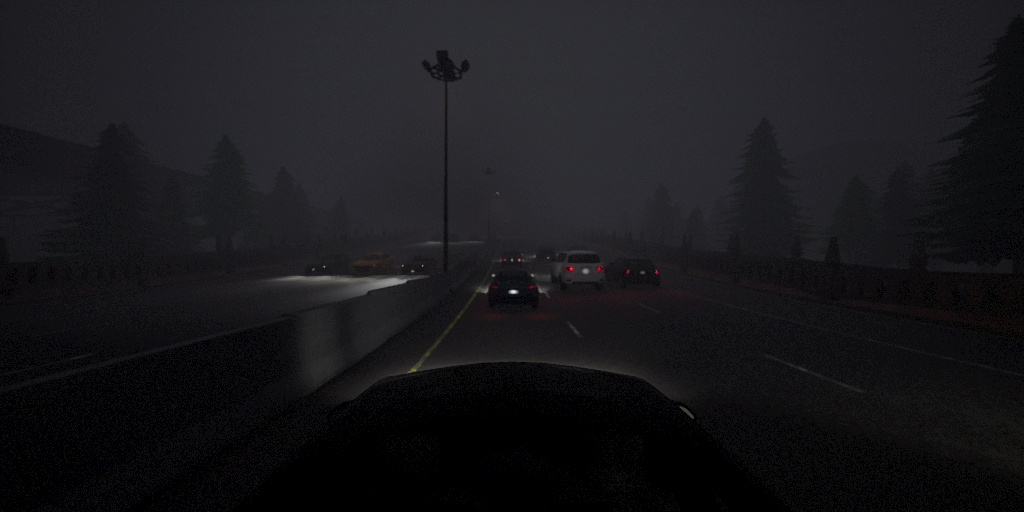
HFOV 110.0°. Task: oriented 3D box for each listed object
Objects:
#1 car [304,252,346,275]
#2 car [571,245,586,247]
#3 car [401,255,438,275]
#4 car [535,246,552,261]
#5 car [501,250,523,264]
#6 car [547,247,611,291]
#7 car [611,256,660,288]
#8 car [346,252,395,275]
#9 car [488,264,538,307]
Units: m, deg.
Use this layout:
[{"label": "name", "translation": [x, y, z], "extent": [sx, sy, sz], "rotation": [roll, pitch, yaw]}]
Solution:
[{"label": "car", "translation": [-14.180, 0.525, 27.969], "extent": [1.837, 1.490, 4.892], "rotation": [0, 5, 0]}, {"label": "car", "translation": [6.985, -0.439, 37.875], "extent": [1.882, 1.535, 5.008], "rotation": [0, 6, 0]}, {"label": "car", "translation": [-7.181, 0.611, 28.091], "extent": [1.895, 1.301, 4.718], "rotation": [0, 4, 0]}, {"label": "car", "translation": [3.487, -0.335, 37.142], "extent": [1.837, 1.490, 4.892], "rotation": [0, 6, 0]}, {"label": "car", "translation": [0.000, 0.142, 32.869], "extent": [2.033, 1.411, 5.357], "rotation": [0, 6, 0]}, {"label": "car", "translation": [3.551, 0.719, 20.266], "extent": [2.150, 2.045, 5.566], "rotation": [0, 2, -1]}, {"label": "car", "translation": [7.038, 0.798, 21.460], "extent": [2.097, 1.767, 4.553], "rotation": [0, 3, 0]}, {"label": "car", "translation": [-10.681, 0.493, 28.004], "extent": [1.882, 1.535, 5.008], "rotation": [0, 4, 0]}, {"label": "car", "translation": [0.050, 1.257, 15.349], "extent": [1.994, 1.385, 4.181], "rotation": [0, 2, 0]}]
